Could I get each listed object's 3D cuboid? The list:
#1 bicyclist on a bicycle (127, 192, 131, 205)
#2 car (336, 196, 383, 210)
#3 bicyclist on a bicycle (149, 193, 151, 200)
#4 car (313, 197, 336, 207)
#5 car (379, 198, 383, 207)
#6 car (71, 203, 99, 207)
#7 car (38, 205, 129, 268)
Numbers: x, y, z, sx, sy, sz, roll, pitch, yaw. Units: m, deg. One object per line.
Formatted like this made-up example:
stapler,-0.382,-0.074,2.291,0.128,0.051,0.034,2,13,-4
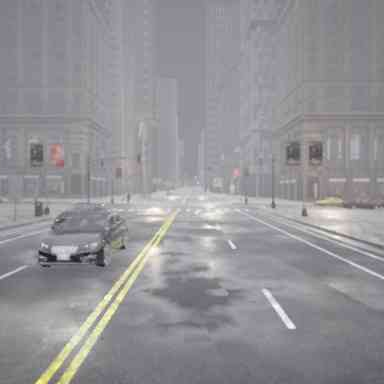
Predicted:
bicyclist on a bicycle,-8.721,0.936,45.727,0.659,1.776,1.843,1,0,0
car,20.740,1.529,40.892,4.507,1.381,1.887,1,-1,0
bicyclist on a bicycle,-8.737,0.913,69.203,0.582,1.620,1.656,0,1,0
car,20.602,1.470,49.420,4.829,1.417,1.752,1,-1,0
car,30.543,1.631,49.396,4.403,1.369,2.008,1,-1,0
car,-6.589,1.399,20.408,2.033,1.411,5.357,0,0,0
car,-3.347,1.414,11.102,2.128,1.511,4.902,0,0,0
